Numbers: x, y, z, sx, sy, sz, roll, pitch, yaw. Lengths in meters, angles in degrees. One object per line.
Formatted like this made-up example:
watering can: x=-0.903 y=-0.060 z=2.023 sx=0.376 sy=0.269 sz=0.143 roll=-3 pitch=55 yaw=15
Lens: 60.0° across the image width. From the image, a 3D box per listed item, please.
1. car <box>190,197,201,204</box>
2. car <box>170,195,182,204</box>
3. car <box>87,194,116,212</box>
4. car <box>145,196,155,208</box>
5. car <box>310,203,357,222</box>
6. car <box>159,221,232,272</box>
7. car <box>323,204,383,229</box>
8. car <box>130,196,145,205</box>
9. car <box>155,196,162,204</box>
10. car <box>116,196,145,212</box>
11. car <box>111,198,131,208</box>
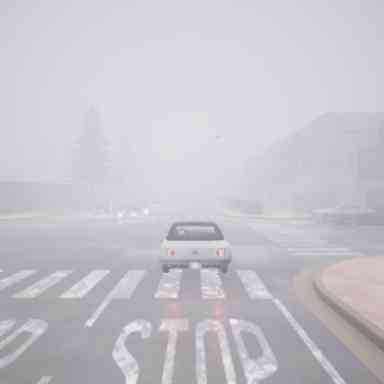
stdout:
car: x=0.575 y=1.552 z=63.449 sx=1.994 sy=1.385 sz=4.181 roll=0 pitch=0 yaw=3
car: x=-2.960 y=1.340 z=62.503 sx=2.097 sy=1.767 sz=4.553 roll=0 pitch=0 yaw=2
car: x=-10.419 y=1.215 z=38.923 sx=2.150 sy=2.045 sz=5.566 roll=0 pitch=0 yaw=1
car: x=-6.849 y=1.592 z=47.245 sx=1.895 sy=1.301 sz=4.718 roll=0 pitch=0 yaw=1
car: x=11.165 y=1.521 z=24.578 sx=4.674 sy=1.442 sz=1.812 roll=0 pitch=0 yaw=2
car: x=0.091 y=1.599 z=10.773 sx=1.895 sy=1.301 sz=4.718 roll=0 pitch=0 yaw=0
car: x=11.161 y=1.597 z=21.036 sx=4.718 sy=1.301 sz=1.895 roll=0 pitch=0 yaw=0
car: x=-10.133 y=1.492 z=61.937 sx=1.837 sy=1.490 sz=4.892 roll=0 pitch=0 yaw=1
car: x=-6.634 y=1.480 z=61.811 sx=2.128 sy=1.511 sz=4.902 roll=0 pitch=0 yaw=1
car: x=-6.933 y=1.519 z=38.122 sx=1.812 sy=1.442 sz=4.674 roll=0 pitch=0 yaw=1
car: x=-10.333 y=1.591 z=48.643 sx=1.895 sy=1.301 sz=4.718 roll=0 pitch=0 yaw=0
